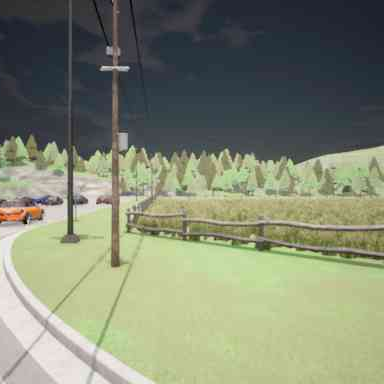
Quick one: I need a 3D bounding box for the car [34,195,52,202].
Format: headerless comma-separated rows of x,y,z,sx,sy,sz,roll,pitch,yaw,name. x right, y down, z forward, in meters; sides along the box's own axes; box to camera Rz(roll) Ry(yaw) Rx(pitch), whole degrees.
-30.827,1.316,68.821,1.882,1.535,5.008,0,0,-5,car

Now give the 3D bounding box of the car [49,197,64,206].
-22.294,1.530,54.035,1.812,1.442,4.674,0,0,-5,car

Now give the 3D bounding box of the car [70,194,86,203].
-23.906,1.361,70.002,2.097,1.767,4.553,0,0,-5,car

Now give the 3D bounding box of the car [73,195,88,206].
-19.039,1.482,56.797,1.882,1.535,5.008,0,0,-5,car

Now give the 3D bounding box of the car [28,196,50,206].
-26.089,1.482,56.996,1.882,1.535,5.008,0,0,-5,car

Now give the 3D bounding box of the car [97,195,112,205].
-15.845,1.357,60.226,2.097,1.767,4.553,0,0,-5,car

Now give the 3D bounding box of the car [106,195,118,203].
-16.951,1.505,70.801,1.837,1.490,4.892,0,0,-5,car

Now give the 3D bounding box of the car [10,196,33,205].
-29.843,1.483,58.448,1.882,1.535,5.008,0,0,-5,car

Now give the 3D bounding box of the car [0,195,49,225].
-12.314,1.354,24.076,2.097,1.767,4.553,0,0,-7,car
